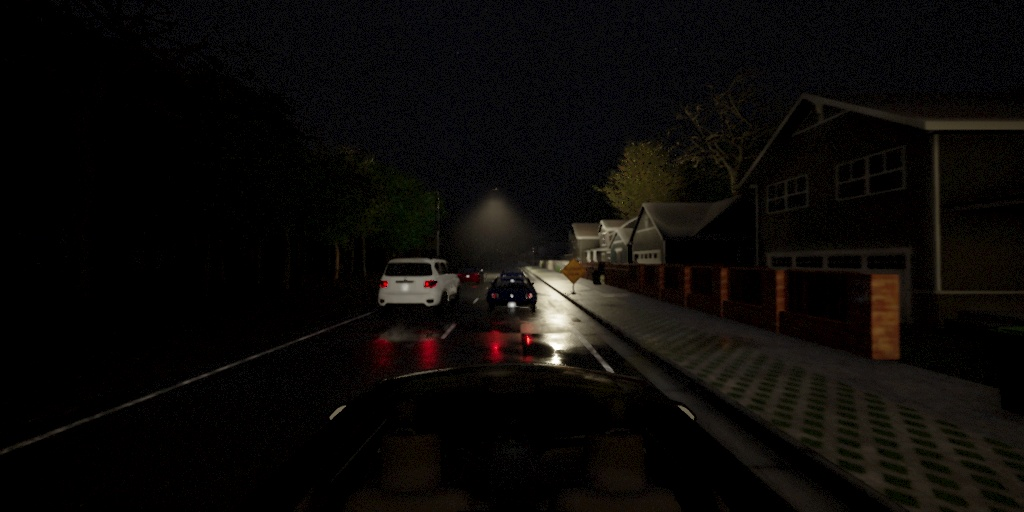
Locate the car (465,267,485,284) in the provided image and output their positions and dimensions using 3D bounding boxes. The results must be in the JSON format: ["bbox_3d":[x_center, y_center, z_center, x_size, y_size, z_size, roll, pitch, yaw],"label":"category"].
[{"bbox_3d":[-3.476,1.602,30.355,1.994,1.385,4.181,0,0,1],"label":"car"}]

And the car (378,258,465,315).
[{"bbox_3d":[-3.489,1.103,14.456,2.150,2.045,5.566,0,0,0],"label":"car"}]

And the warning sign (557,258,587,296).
[{"bbox_3d":[3.051,1.026,17.740,1.300,1.860,1.060,0,0,0],"label":"warning sign"}]

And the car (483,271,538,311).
[{"bbox_3d":[0.020,1.486,15.111,1.895,1.301,4.718,0,-1,1],"label":"car"}]

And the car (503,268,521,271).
[{"bbox_3d":[0.021,1.636,30.112,1.895,1.301,4.718,0,-1,1],"label":"car"}]
